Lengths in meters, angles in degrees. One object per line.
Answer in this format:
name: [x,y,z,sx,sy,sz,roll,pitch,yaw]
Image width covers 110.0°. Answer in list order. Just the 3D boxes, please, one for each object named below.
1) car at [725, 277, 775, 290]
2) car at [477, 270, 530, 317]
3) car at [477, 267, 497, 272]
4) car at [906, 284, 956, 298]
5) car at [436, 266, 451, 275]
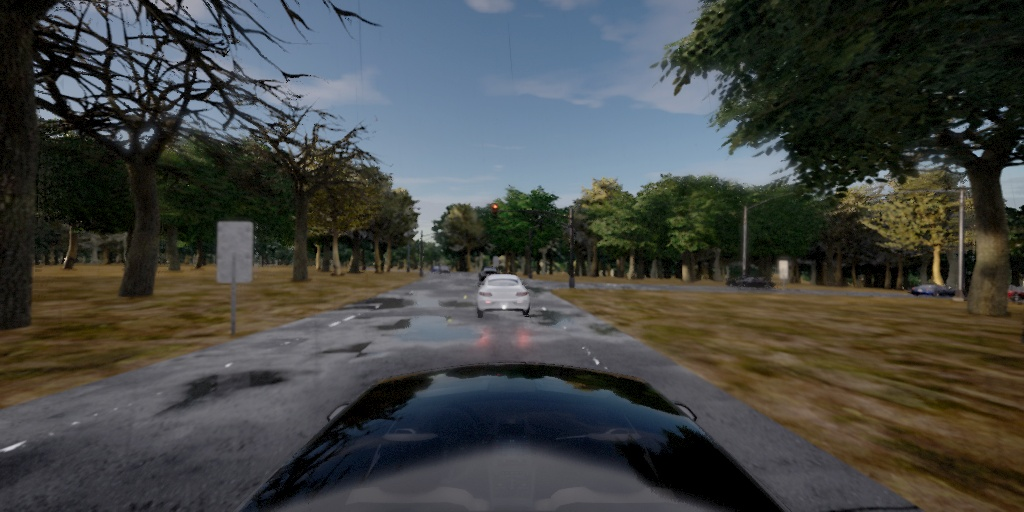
car: [26.544,3.034,40.054,4.718,1.301,1.895,2,-1,-6]
car: [-0.374,1.428,13.895,1.812,1.442,4.674,0,-1,-3]
car: [-2.127,1.800,32.805,1.837,1.490,4.892,2,-2,-7]
car: [45.475,3.728,38.418,4.181,1.385,1.994,3,-1,-6]
car: [-11.910,2.497,63.493,1.837,1.490,4.892,0,-1,-14]
